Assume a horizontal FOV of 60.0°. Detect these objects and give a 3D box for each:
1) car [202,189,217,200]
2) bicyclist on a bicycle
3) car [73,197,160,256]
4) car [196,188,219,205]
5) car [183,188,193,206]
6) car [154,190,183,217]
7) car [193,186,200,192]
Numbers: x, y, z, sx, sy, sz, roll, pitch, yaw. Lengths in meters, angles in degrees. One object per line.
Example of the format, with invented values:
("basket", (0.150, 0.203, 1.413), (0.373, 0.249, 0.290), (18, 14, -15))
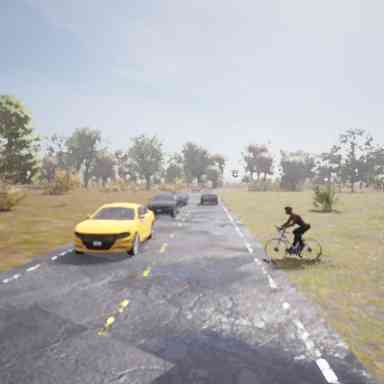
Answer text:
("car", (2.481, 0.326, 48.207), (2.033, 1.411, 5.357), (0, 2, 3))
("bicyclist on a bicycle", (2.947, 1.228, 9.687), (1.656, 1.620, 0.582), (1, 1, 3))
("car", (-2.568, 1.149, 11.960), (1.882, 1.535, 5.008), (1, 1, 3))
("car", (1.901, 0.562, 36.826), (2.128, 1.511, 4.902), (1, 2, 3))
("car", (-1.387, 0.605, 34.124), (2.128, 1.511, 4.902), (1, 1, 4))
("car", (-1.963, 0.856, 23.612), (1.882, 1.535, 5.008), (1, 1, 3))
("car", (1.091, -0.632, 78.701), (1.882, 1.535, 5.008), (1, 2, 5))
